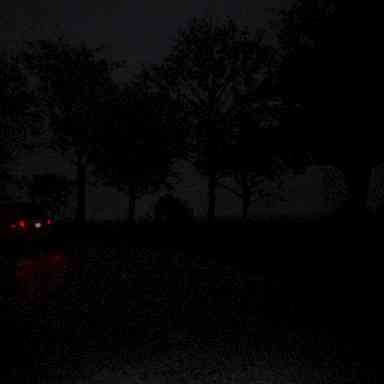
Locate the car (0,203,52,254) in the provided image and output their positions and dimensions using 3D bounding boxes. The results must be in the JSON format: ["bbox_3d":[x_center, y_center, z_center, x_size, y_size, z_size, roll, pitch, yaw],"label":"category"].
[{"bbox_3d":[-9.015,1.556,15.224,5.566,2.045,2.150,-1,-1,23],"label":"car"}]
